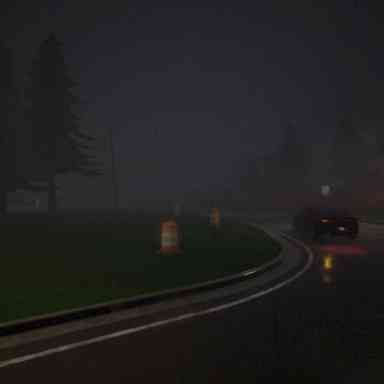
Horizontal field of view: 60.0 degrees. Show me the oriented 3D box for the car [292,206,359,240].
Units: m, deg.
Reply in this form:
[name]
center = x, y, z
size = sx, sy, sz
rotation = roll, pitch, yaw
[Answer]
[car]
center = 6.605, 1.448, 16.994
size = 1.882, 1.535, 5.008
rotation = 0, 0, 1
